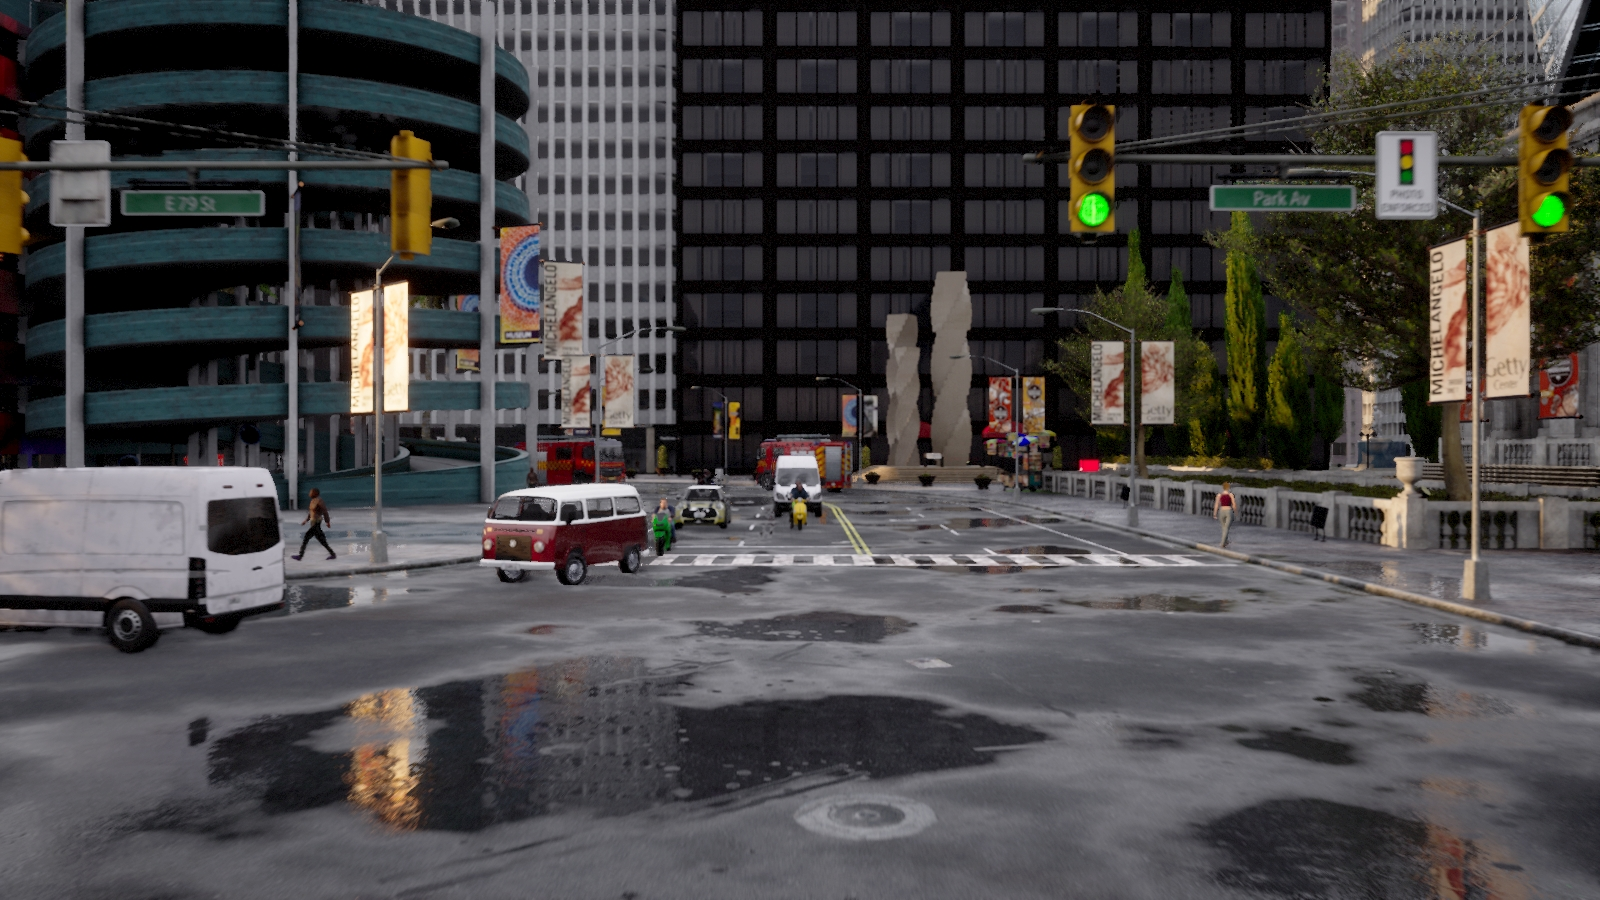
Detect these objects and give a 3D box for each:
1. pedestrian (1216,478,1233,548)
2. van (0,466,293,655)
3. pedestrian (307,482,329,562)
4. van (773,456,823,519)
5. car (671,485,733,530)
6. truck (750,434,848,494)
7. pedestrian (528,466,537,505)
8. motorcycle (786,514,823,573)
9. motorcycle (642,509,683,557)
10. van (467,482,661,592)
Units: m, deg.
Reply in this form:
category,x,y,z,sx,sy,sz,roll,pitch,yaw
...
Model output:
category,x,y,z,sx,sy,sz,roll,pitch,yaw
pedestrian,11.446,1.700,30.812,0.375,1.860,0.375,0,0,29
van,-10.930,1.536,17.290,5.915,2.561,1.988,0,0,12
pedestrian,-11.401,1.701,27.044,0.375,1.860,0.375,0,0,-43
van,-0.153,1.540,49.881,1.988,2.561,5.915,0,0,-2
car,-3.542,2.069,41.929,1.970,1.475,3.806,0,0,0
truck,-0.220,0.899,77.207,2.891,3.827,8.468,0,0,-29
pedestrian,-12.842,1.702,54.908,0.375,1.860,0.375,0,0,-9
motorcycle,0.103,2.185,26.928,0.856,1.236,1.805,0,0,0
motorcycle,-3.667,2.217,30.656,0.803,1.145,2.033,0,0,2
van,-5.010,1.788,24.950,2.069,2.038,4.480,1,0,20
